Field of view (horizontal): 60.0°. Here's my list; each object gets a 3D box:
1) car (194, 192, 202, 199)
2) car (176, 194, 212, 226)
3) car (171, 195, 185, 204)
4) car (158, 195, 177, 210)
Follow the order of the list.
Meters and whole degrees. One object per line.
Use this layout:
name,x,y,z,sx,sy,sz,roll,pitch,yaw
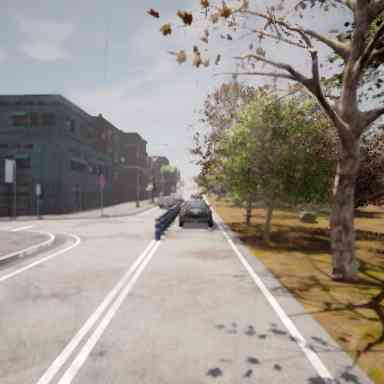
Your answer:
car,1.455,0.815,77.486,1.812,1.442,4.674,0,1,1
car,0.254,1.260,22.485,2.097,1.767,4.553,0,0,1
car,-2.391,1.190,57.014,2.033,1.411,5.357,0,1,2
car,-2.883,1.293,39.915,1.837,1.490,4.892,0,1,1
